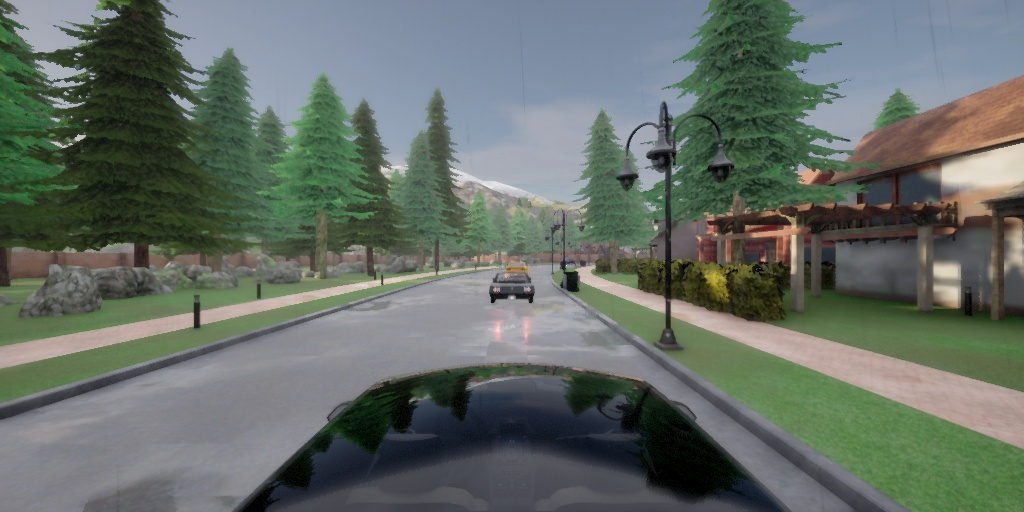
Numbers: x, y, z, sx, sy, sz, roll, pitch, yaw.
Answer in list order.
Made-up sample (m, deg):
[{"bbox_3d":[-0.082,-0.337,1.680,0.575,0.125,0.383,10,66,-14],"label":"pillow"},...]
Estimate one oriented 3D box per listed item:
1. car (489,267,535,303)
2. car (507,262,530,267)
[{"bbox_3d":[0.000,1.366,16.494,1.895,1.301,4.718,0,0,0],"label":"car"},{"bbox_3d":[0.540,1.235,31.274,1.882,1.535,5.008,0,0,6],"label":"car"}]
